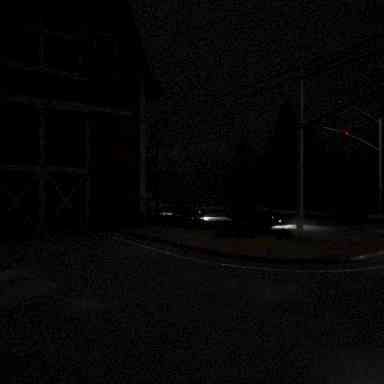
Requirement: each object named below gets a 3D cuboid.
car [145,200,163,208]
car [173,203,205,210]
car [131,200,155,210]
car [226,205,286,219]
[{"bbox_3d":[-5.352,1.869,41.081,1.895,1.301,4.718,0,0,-34],"label":"car"},{"bbox_3d":[-0.365,1.787,33.819,1.994,1.385,4.181,0,0,-34],"label":"car"},{"bbox_3d":[-7.439,1.888,50.651,1.994,1.385,4.181,0,0,-34],"label":"car"},{"bbox_3d":[4.857,1.722,26.208,2.033,1.411,5.357,0,0,-34],"label":"car"}]
